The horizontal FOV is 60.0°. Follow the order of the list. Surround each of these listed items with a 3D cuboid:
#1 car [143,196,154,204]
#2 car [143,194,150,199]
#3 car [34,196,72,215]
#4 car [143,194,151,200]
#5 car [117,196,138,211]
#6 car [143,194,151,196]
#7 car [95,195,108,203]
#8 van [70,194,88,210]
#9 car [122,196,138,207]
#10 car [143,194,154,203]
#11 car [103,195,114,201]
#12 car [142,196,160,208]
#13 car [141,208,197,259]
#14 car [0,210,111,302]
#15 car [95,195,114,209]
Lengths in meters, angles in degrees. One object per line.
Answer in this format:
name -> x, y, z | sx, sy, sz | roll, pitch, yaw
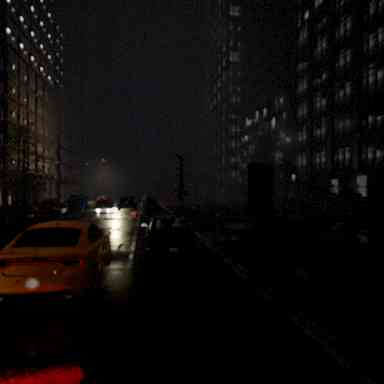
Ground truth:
car -> -7.464, 1.379, 56.932 | 1.802, 1.307, 4.206 | 0, 0, -8
car -> -12.301, 1.210, 90.440 | 1.887, 1.381, 4.507 | 0, 0, -8
car -> -11.729, 1.310, 27.819 | 1.967, 1.590, 4.097 | 0, 0, -8
car -> -10.688, 1.276, 79.271 | 1.947, 1.339, 4.313 | 0, 0, -8
car -> -7.540, 1.206, 39.070 | 2.097, 1.767, 4.553 | 0, 0, -8
car -> -6.657, 1.384, 51.347 | 1.947, 1.339, 4.313 | 0, 0, -8
car -> -16.564, 1.325, 61.320 | 1.802, 1.307, 4.206 | 0, 0, -8
van -> -13.342, 1.170, 38.985 | 1.690, 1.788, 3.998 | 0, 0, -8
car -> -9.024, 1.363, 48.970 | 2.033, 1.411, 5.357 | 0, 0, -8
car -> -8.270, 1.215, 62.516 | 1.967, 1.590, 4.097 | 0, 0, -8
car -> -18.177, 1.266, 72.486 | 1.947, 1.339, 4.313 | 0, 0, -8
car -> -4.238, 1.447, 34.593 | 1.947, 1.339, 4.313 | 0, 0, -8
car -> -0.886, 1.514, 12.274 | 2.008, 1.369, 4.403 | 0, 0, -8
car -> -3.149, 1.443, 8.272 | 1.882, 1.535, 5.008 | 0, 0, -8
car -> -11.152, 1.391, 42.713 | 1.994, 1.385, 4.181 | 0, 0, -8
